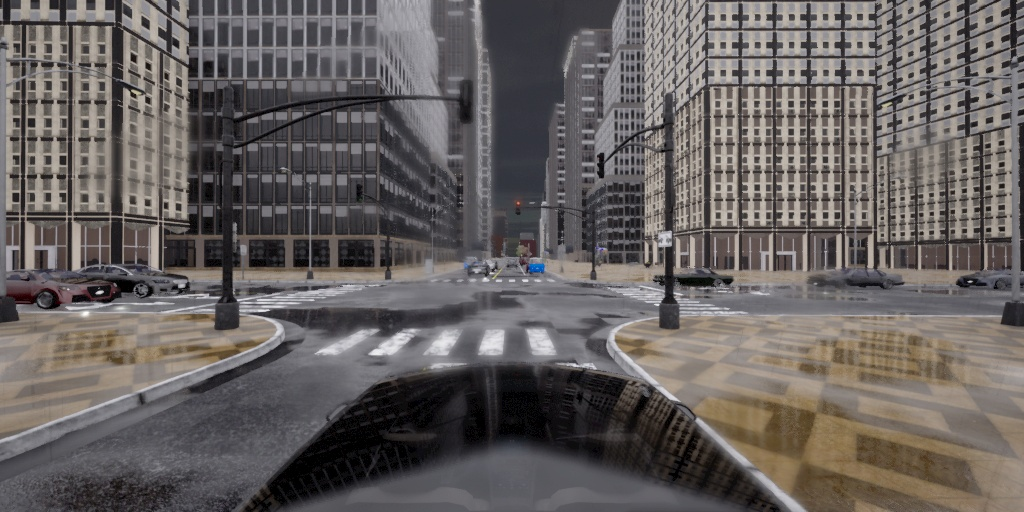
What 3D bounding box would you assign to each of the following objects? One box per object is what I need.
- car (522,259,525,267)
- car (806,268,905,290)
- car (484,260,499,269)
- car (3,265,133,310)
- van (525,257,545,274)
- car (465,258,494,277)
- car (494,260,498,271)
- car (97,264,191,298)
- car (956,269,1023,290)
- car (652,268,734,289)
[{"bbox_3d":[2.618,1.295,45.346,1.888,1.381,4.507,0,0,0],"label":"car"},{"bbox_3d":[23.089,1.492,24.174,5.357,1.411,2.033,0,0,-1],"label":"car"},{"bbox_3d":[-3.145,1.297,56.448,2.033,1.411,5.357,0,0,0],"label":"car"},{"bbox_3d":[-17.424,1.169,13.382,4.181,1.385,1.994,0,0,-1],"label":"car"},{"bbox_3d":[2.687,1.090,39.808,1.690,1.789,3.998,0,0,0],"label":"van"},{"bbox_3d":[-3.231,1.241,35.641,2.128,1.511,4.902,0,0,0],"label":"car"},{"bbox_3d":[-3.191,1.275,45.816,1.812,1.442,4.674,0,0,0],"label":"car"},{"bbox_3d":[-17.809,1.108,16.625,4.902,1.511,2.128,0,0,-1],"label":"car"},{"bbox_3d":[33.118,1.571,24.401,4.181,1.385,1.994,0,0,-1],"label":"car"},{"bbox_3d":[11.945,1.472,23.943,4.718,1.301,1.895,0,0,-1],"label":"car"}]
